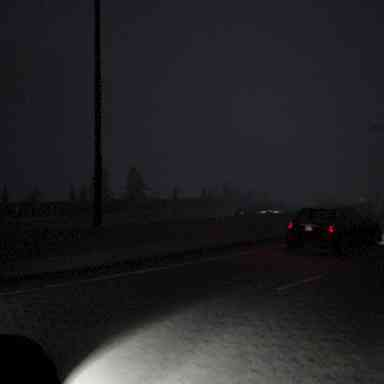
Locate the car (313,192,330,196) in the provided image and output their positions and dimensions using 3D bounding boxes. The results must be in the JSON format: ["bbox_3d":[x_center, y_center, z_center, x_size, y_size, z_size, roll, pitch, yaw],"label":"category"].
[{"bbox_3d":[25.003,1.111,65.093,2.150,2.045,5.566,0,0,16],"label":"car"}]

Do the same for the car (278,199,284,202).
[{"bbox_3d":[10.188,1.511,40.378,1.994,1.385,4.181,0,0,32],"label":"car"}]

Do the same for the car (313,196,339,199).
[{"bbox_3d":[13.103,1.422,32.265,1.882,1.535,5.008,0,0,35],"label":"car"}]

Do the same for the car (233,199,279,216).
[{"bbox_3d":[5.249,1.532,28.074,1.994,1.385,4.181,0,0,41],"label":"car"}]

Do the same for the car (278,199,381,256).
[{"bbox_3d":[5.757,1.328,13.309,4.553,1.767,2.097,0,0,-42],"label":"car"}]

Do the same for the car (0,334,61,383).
[{"bbox_3d":[-2.834,1.571,1.779,4.181,1.385,1.994,0,0,-36],"label":"car"}]
